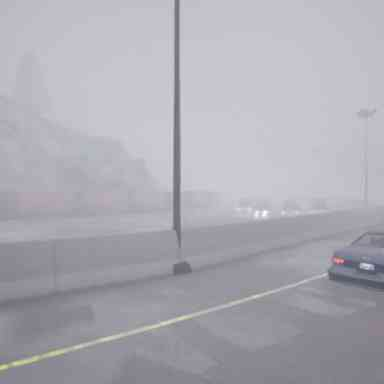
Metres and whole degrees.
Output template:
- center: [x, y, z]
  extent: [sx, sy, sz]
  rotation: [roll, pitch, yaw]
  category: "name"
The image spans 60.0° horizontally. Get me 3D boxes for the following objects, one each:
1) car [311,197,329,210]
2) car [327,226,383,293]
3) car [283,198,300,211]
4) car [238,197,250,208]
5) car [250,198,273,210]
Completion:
- center: [16.734, 1.437, 43.457]
  extent: [2.097, 1.767, 4.553]
  rotation: [0, 0, 20]
  category: "car"
- center: [5.446, 1.566, 8.445]
  extent: [5.357, 1.411, 2.033]
  rotation: [0, 0, -42]
  category: "car"
- center: [13.057, 1.561, 43.529]
  extent: [1.882, 1.535, 5.008]
  rotation: [0, 0, 21]
  category: "car"
- center: [8.325, 1.571, 51.167]
  extent: [1.882, 1.535, 5.008]
  rotation: [0, 0, 16]
  category: "car"
- center: [9.629, 1.574, 44.378]
  extent: [2.128, 1.511, 4.902]
  rotation: [0, 0, 21]
  category: "car"
